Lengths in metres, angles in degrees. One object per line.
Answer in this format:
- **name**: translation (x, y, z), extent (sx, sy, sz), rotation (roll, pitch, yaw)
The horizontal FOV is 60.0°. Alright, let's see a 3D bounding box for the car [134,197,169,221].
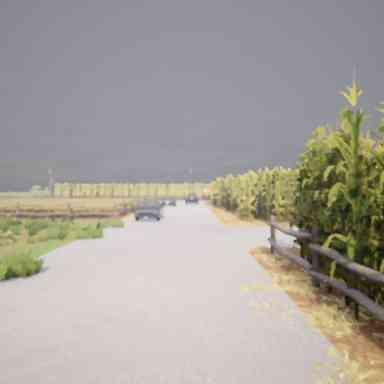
- **car**: translation (-3.210, 1.403, 26.006), extent (2.033, 1.411, 5.357), rotation (0, 0, 0)

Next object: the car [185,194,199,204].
- **car**: translation (-0.032, 1.054, 53.899), extent (2.097, 1.767, 4.553), rotation (0, 0, 0)

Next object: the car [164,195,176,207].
- **car**: translation (-3.195, 1.237, 46.163), extent (2.128, 1.511, 4.902), rotation (0, 0, 0)
